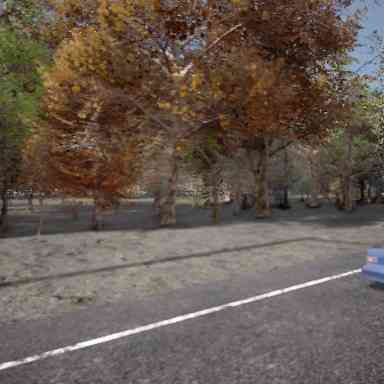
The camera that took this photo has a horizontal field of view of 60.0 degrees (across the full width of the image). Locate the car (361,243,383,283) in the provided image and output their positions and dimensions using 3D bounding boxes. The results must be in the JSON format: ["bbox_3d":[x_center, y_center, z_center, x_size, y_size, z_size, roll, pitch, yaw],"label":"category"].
[{"bbox_3d":[6.327,1.513,8.261,5.357,1.411,2.033,0,0,-35],"label":"car"}]
